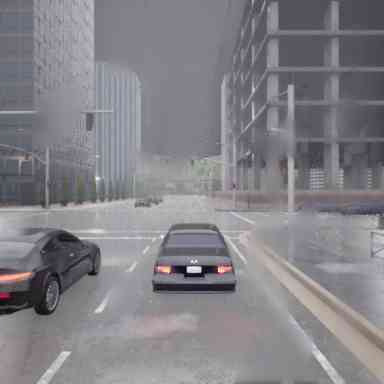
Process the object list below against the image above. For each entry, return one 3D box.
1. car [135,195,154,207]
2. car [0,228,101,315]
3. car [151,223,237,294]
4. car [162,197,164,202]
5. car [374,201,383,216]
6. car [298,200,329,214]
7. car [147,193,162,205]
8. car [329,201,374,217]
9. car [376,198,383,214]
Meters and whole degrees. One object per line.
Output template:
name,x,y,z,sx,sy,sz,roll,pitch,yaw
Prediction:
car,-7.206,1.563,49.195,1.994,1.385,4.181,0,0,0
car,-3.456,1.526,7.419,1.812,1.442,4.674,0,0,0
car,0.051,1.547,8.937,2.033,1.411,5.357,0,0,0
car,-7.155,1.354,69.700,2.097,1.767,4.553,0,0,0
car,17.656,1.449,26.553,4.892,1.490,1.837,0,0,0
car,12.969,1.508,33.733,4.181,1.385,1.994,0,0,0
car,-7.203,1.219,59.655,2.150,2.045,5.566,0,0,1
car,15.837,1.491,30.250,5.357,1.411,2.033,0,0,0
car,21.718,1.435,33.782,4.902,1.511,2.128,0,0,0
